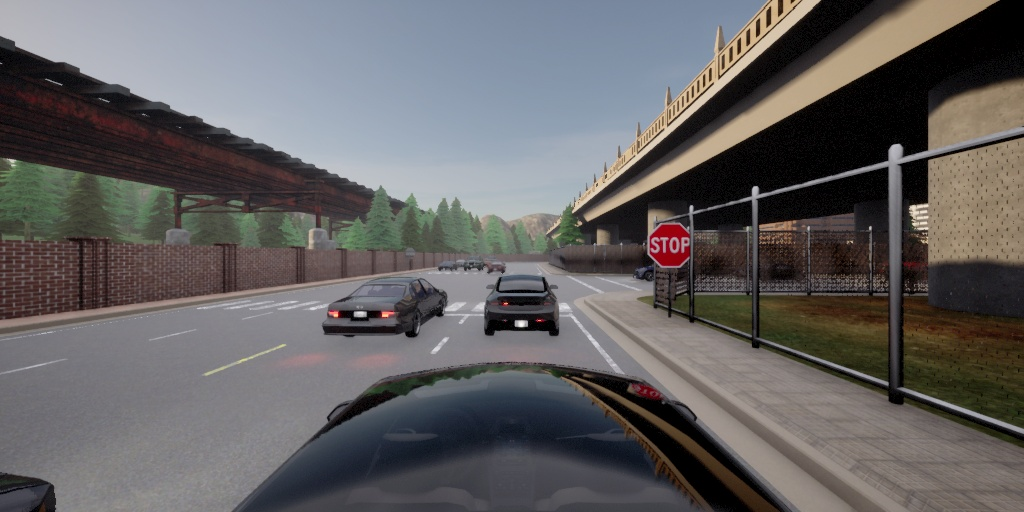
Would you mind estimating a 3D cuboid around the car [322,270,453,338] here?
[{"bbox_3d":[-3.193,1.297,10.201,2.033,1.411,5.357,0,0,1],"label":"car"}]

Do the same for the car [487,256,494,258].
[{"bbox_3d":[-4.673,1.102,58.421,2.097,1.767,4.553,0,0,3],"label":"car"}]

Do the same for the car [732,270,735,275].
[{"bbox_3d":[22.306,1.255,32.016,4.892,1.490,1.837,0,0,2],"label":"car"}]

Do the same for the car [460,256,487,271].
[{"bbox_3d":[-5.107,0.971,48.782,2.150,2.045,5.566,0,0,3],"label":"car"}]

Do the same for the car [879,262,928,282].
[{"bbox_3d":[32.230,1.351,28.168,4.718,1.301,1.895,0,0,2],"label":"car"}]

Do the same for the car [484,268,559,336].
[{"bbox_3d":[0.291,1.255,10.385,1.837,1.490,4.892,0,0,2],"label":"car"}]

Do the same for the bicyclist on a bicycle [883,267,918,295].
[{"bbox_3d":[19.085,1.051,17.639,0.582,1.620,1.656,0,0,2],"label":"bicyclist on a bicycle"}]

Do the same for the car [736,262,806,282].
[{"bbox_3d":[20.801,1.314,28.564,4.181,1.385,1.994,0,0,2],"label":"car"}]

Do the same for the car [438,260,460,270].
[{"bbox_3d":[-8.609,1.297,48.759,2.033,1.411,5.357,0,0,3],"label":"car"}]

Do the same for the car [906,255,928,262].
[{"bbox_3d":[35.853,0.970,31.538,5.566,2.045,2.150,0,0,2],"label":"car"}]

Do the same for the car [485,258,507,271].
[{"bbox_3d":[-1.737,1.276,42.056,1.812,1.442,4.674,0,0,3],"label":"car"}]

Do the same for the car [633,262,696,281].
[{"bbox_3d":[12.166,1.102,28.868,4.553,1.767,2.097,0,0,2],"label":"car"}]
